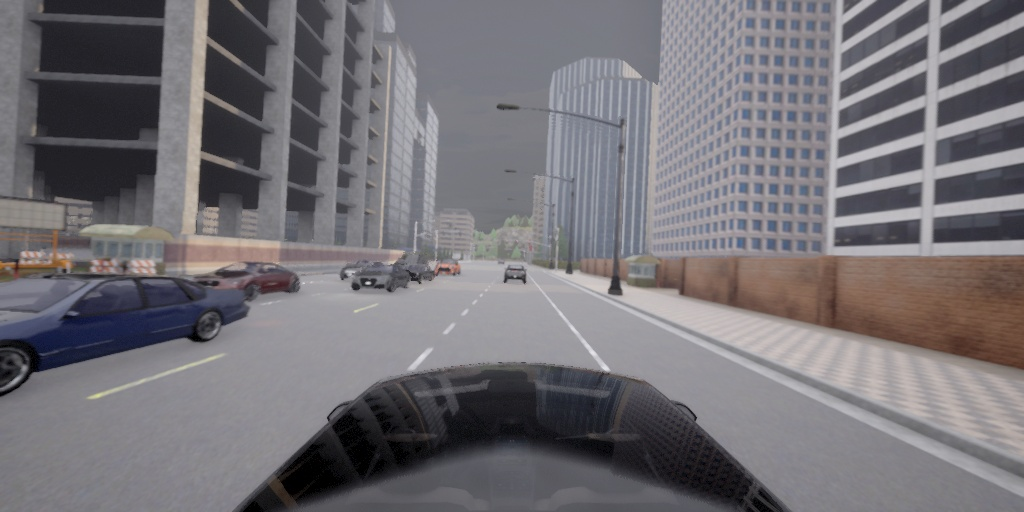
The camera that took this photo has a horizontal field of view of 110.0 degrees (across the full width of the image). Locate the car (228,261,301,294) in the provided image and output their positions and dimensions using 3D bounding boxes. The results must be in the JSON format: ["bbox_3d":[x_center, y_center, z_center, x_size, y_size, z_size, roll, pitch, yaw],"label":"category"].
[{"bbox_3d":[-10.466,0.924,14.375,1.994,1.385,4.181,3,0,1],"label":"car"}]

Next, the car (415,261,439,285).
[{"bbox_3d":[-6.767,1.225,25.165,1.895,1.301,4.718,3,0,1],"label":"car"}]

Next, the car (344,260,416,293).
[{"bbox_3d":[-6.918,1.127,19.299,1.994,1.385,4.181,3,0,1],"label":"car"}]

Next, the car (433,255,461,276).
[{"bbox_3d":[-6.635,1.071,37.419,2.097,1.767,4.553,3,0,1],"label":"car"}]

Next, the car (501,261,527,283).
[{"bbox_3d":[0.295,1.500,31.648,2.128,1.511,4.902,3,-1,1],"label":"car"}]

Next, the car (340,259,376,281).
[{"bbox_3d":[-10.258,0.959,25.232,2.128,1.511,4.902,3,0,1],"label":"car"}]

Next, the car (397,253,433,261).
[{"bbox_3d":[-10.141,0.774,36.537,2.150,2.045,5.566,3,-1,1],"label":"car"}]

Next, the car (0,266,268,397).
[{"bbox_3d":[-7.053,1.001,6.008,2.033,1.411,5.357,3,0,1],"label":"car"}]
